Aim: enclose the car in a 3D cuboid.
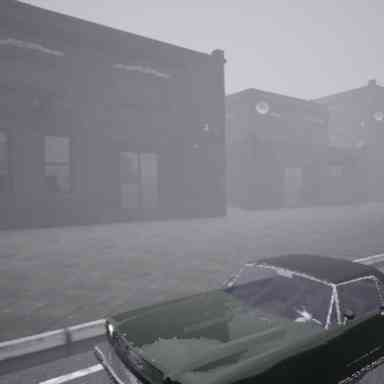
[{"bbox_3d":[1.281,1.587,4.291,4.718,1.301,1.895,0,0,-35],"label":"car"}]
